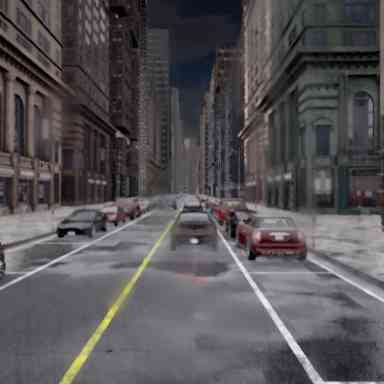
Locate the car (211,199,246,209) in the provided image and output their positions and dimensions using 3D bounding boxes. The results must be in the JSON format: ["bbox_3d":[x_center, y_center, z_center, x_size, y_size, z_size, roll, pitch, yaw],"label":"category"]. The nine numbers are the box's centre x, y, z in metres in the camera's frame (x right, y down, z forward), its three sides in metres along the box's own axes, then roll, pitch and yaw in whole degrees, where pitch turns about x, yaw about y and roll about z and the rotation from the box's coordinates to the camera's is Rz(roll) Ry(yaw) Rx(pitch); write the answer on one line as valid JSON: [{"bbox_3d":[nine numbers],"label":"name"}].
[{"bbox_3d":[2.767,1.376,23.666,2.192,1.841,5.009,0,0,0],"label":"car"}]

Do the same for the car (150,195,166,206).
[{"bbox_3d":[-5.758,1.465,57.273,2.192,1.841,5.009,0,0,0],"label":"car"}]

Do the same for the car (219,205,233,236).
[{"bbox_3d":[2.766,1.612,18.063,1.947,1.339,4.313,0,0,0],"label":"car"}]

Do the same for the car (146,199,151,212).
[{"bbox_3d":[-5.759,1.615,34.696,1.752,1.417,4.829,0,0,0],"label":"car"}]

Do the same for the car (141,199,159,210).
[{"bbox_3d":[-5.759,1.686,46.069,1.947,1.339,4.313,0,0,0],"label":"car"}]

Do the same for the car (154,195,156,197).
[{"bbox_3d":[-5.759,1.575,51.671,1.967,1.590,4.097,0,0,0],"label":"car"}]

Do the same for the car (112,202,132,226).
[{"bbox_3d":[-5.760,1.643,23.662,1.802,1.307,4.206,0,0,0],"label":"car"}]

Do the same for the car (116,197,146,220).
[{"bbox_3d":[-5.758,1.391,29.264,2.192,1.841,5.009,0,0,0],"label":"car"}]

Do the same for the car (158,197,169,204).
[{"bbox_3d":[-5.759,1.725,68.476,1.887,1.381,4.507,0,0,0],"label":"car"}]

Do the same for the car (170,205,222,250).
[{"bbox_3d":[0.086,1.542,14.519,1.837,1.490,4.892,0,0,0],"label":"car"}]

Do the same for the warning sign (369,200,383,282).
[{"bbox_3d":[5.064,1.135,7.770,1.300,1.860,1.060,0,0,0],"label":"warning sign"}]

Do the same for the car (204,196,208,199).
[{"bbox_3d":[2.766,1.664,46.074,1.887,1.381,4.507,0,0,0],"label":"car"}]

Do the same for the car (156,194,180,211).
[{"bbox_3d":[-3.092,1.335,43.841,2.150,2.045,5.566,0,0,0],"label":"car"}]

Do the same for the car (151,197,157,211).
[{"bbox_3d":[-5.759,1.656,40.467,2.008,1.369,4.403,0,0,0],"label":"car"}]

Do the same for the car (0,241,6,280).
[{"bbox_3d":[-5.759,1.458,6.857,1.967,1.590,4.097,0,0,0],"label":"car"}]

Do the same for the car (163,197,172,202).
[{"bbox_3d":[-5.759,1.793,79.679,1.802,1.307,4.206,0,0,0],"label":"car"}]

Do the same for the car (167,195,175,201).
[{"bbox_3d":[-5.758,1.682,90.883,1.967,1.590,4.097,0,0,0],"label":"car"}]

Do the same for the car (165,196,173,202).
[{"bbox_3d":[-5.759,1.751,85.111,1.752,1.417,4.829,0,0,0],"label":"car"}]

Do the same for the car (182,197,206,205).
[{"bbox_3d":[0.090,1.558,31.163,1.882,1.535,5.008,0,0,0],"label":"car"}]

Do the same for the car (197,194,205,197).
[{"bbox_3d":[2.767,1.635,74.085,1.967,1.590,4.097,0,0,0],"label":"car"}]

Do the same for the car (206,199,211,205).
[{"bbox_3d":[2.766,1.641,34.870,2.008,1.369,4.403,0,0,0],"label":"car"}]

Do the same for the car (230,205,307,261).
[{"bbox_3d":[2.766,1.472,12.462,1.967,1.590,4.097,0,0,0],"label":"car"}]

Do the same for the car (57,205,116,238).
[{"bbox_3d":[-5.760,1.613,18.060,1.947,1.339,4.313,0,0,0],"label":"car"}]
